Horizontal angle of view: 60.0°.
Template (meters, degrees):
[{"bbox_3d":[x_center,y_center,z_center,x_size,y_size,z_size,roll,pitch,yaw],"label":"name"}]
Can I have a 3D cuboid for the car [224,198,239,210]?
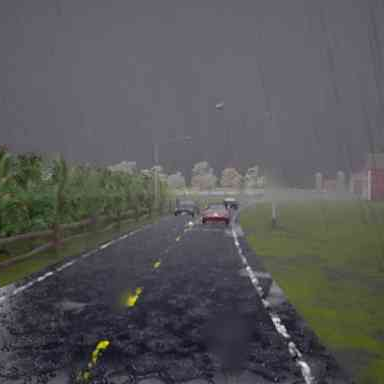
[{"bbox_3d":[5.001,1.443,42.728,1.882,1.535,5.008,0,0,12],"label":"car"}]

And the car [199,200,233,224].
[{"bbox_3d":[1.909,1.560,25.240,1.994,1.385,4.181,0,0,7],"label":"car"}]

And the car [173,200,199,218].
[{"bbox_3d":[-0.327,1.437,30.334,2.033,1.411,5.357,0,0,9],"label":"car"}]
